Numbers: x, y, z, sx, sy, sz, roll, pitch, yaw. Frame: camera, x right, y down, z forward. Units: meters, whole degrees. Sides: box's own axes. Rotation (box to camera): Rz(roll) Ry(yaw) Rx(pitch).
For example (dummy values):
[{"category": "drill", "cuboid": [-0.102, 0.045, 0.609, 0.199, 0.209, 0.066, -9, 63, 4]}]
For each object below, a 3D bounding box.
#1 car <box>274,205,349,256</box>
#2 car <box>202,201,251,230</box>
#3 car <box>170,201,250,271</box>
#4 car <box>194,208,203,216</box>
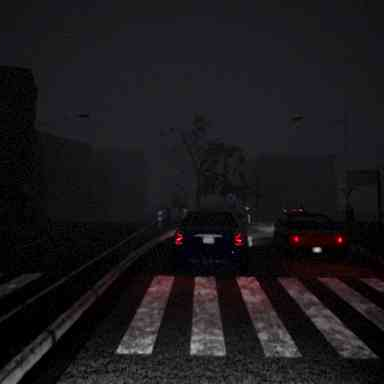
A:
[{"category": "car", "cuboid": [4.179, 1.426, 12.449, 1.895, 1.301, 4.718, 0, 2, 8]}, {"category": "car", "cuboid": [2.210, 1.287, 19.761, 1.837, 1.490, 4.892, -1, -1, 18]}, {"category": "car", "cuboid": [0.693, 1.230, 10.712, 2.097, 1.767, 4.553, 0, 1, 7]}, {"category": "car", "cuboid": [1.514, 4.749, 78.166, 1.837, 1.490, 4.892, 1, 1, -2]}]
